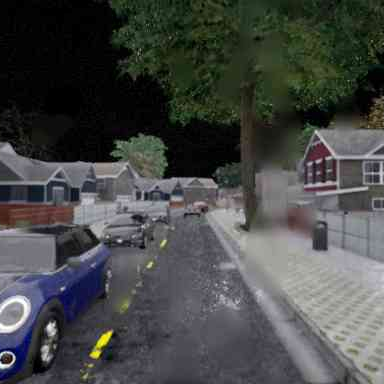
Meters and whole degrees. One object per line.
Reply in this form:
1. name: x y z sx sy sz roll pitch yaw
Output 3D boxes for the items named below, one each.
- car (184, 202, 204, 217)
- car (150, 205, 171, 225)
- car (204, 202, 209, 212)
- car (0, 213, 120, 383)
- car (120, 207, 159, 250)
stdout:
1. car: 0.044 2.007 36.596 2.033 1.411 5.357 0 -1 1
2. car: -2.790 1.843 27.607 1.837 1.490 4.892 0 0 1
3. car: 1.300 2.129 48.647 1.882 1.535 5.008 0 -1 13
4. car: -2.844 1.415 5.695 2.097 1.767 4.553 0 -1 0
5. car: -2.830 1.688 15.502 1.837 1.490 4.892 0 0 0
